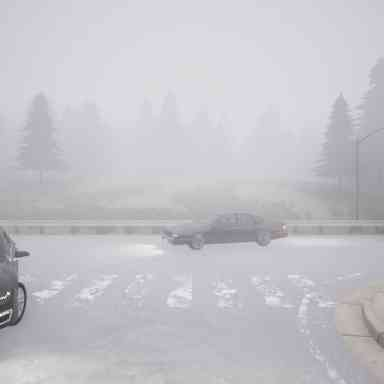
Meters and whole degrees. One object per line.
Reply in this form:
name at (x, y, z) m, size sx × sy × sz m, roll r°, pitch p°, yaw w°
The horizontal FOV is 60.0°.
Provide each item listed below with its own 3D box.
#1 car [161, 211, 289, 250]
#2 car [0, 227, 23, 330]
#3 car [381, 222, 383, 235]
car at (1.459, 1.547, 14.201) m, size 5.357 × 1.411 × 2.033 m, roll 0°, pitch 0°, yaw -20°
car at (-4.457, 1.505, 6.560) m, size 1.837 × 1.490 × 4.892 m, roll 0°, pitch 0°, yaw -28°
car at (11.238, 1.492, 15.079) m, size 4.902 × 1.511 × 2.128 m, roll 0°, pitch 0°, yaw 0°
